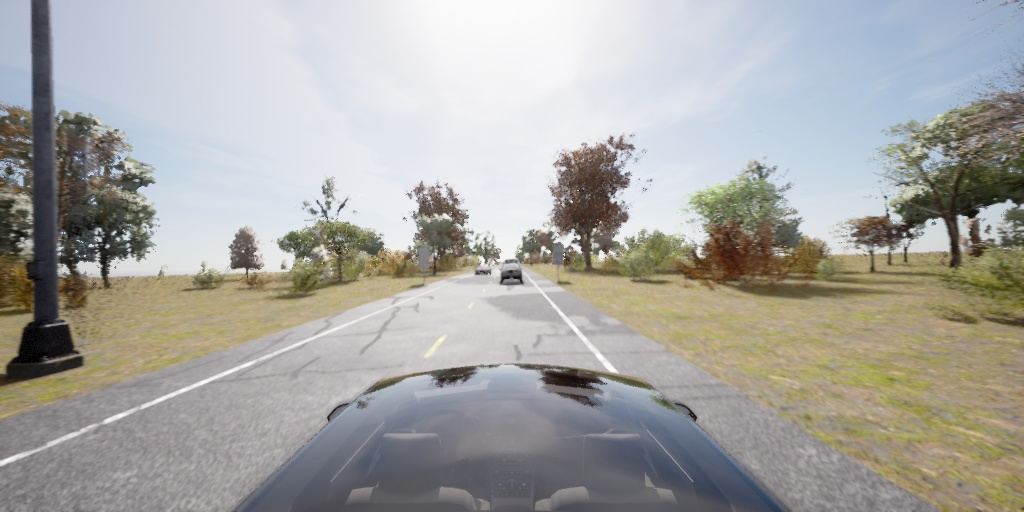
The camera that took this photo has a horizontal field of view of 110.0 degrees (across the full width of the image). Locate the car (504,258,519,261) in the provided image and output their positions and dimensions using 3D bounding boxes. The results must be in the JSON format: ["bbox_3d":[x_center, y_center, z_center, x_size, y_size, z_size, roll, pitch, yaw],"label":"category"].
[{"bbox_3d":[-0.041,1.258,42.950,2.150,2.045,5.566,-1,0,0],"label":"car"}]

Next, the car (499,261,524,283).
[{"bbox_3d":[-0.040,1.443,30.424,1.837,1.490,4.892,-1,0,0],"label":"car"}]

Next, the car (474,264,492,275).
[{"bbox_3d":[-3.568,1.749,45.307,1.994,1.385,4.181,-1,0,0],"label":"car"}]
